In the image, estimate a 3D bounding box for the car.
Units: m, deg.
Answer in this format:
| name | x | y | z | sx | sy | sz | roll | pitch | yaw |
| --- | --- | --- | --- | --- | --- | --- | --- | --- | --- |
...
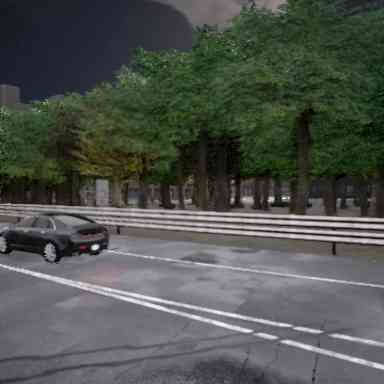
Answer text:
| name | x | y | z | sx | sy | sz | roll | pitch | yaw |
| --- | --- | --- | --- | --- | --- | --- | --- | --- | --- |
| car | -5.075 | 1.510 | 11.908 | 4.892 | 1.490 | 1.837 | 0 | 0 | 34 |
